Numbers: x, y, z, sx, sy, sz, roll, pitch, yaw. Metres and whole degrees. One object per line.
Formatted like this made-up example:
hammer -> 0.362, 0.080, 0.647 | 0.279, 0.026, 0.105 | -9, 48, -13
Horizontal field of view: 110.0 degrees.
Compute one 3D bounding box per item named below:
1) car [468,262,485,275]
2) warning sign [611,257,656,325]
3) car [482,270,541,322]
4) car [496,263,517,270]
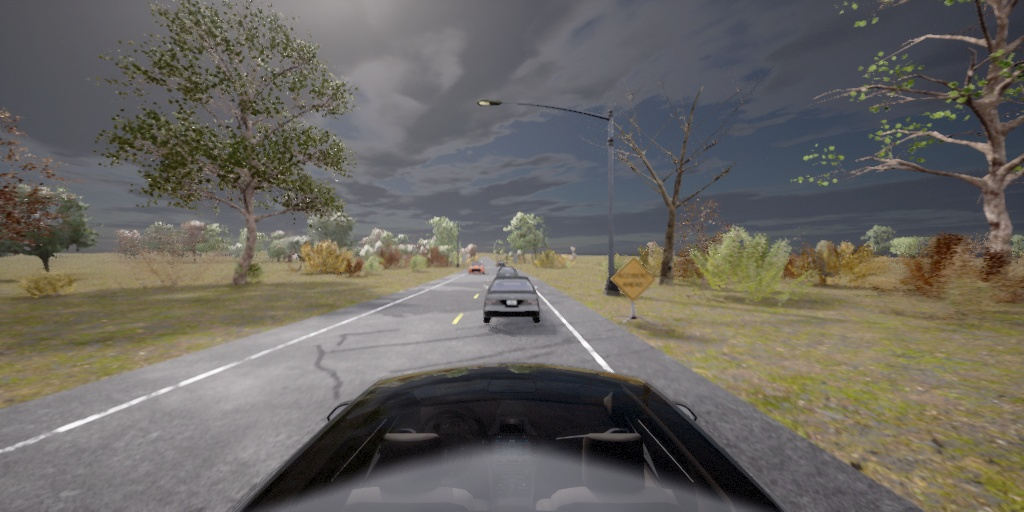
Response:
car -> -4.755, 1.558, 48.322 | 2.097, 1.767, 4.553 | 0, 0, -3
warning sign -> 3.504, 0.954, 10.406 | 1.300, 1.860, 1.060 | 0, 0, -1
car -> -0.019, 1.413, 12.856 | 2.033, 1.411, 5.357 | 0, -1, 0
car -> -0.471, 1.629, 33.364 | 1.994, 1.385, 4.181 | 0, -1, -2
